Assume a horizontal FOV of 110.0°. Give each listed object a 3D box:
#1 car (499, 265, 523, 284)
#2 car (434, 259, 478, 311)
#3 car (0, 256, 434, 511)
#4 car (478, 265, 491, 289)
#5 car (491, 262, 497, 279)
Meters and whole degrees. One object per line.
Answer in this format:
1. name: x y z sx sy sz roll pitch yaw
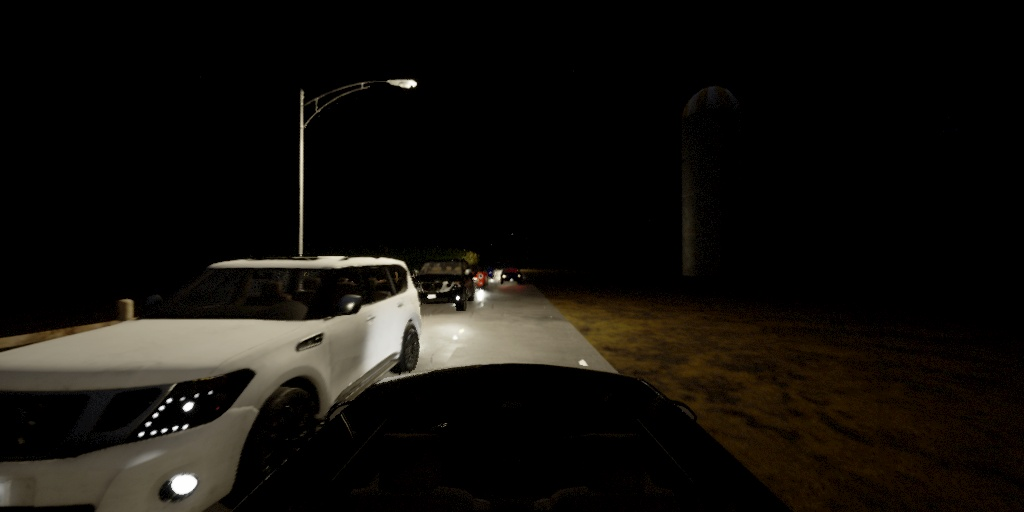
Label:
1. car: -0.043 1.734 31.712 1.895 1.301 4.718 0 -1 0
2. car: -2.910 1.140 15.649 2.150 2.045 5.566 0 -1 0
3. car: -2.853 1.010 4.760 2.150 2.045 5.566 0 -1 2
4. car: -2.925 1.409 26.319 2.097 1.767 4.553 0 -1 0
5. car: -3.036 1.738 40.383 1.882 1.535 5.008 0 -1 0
